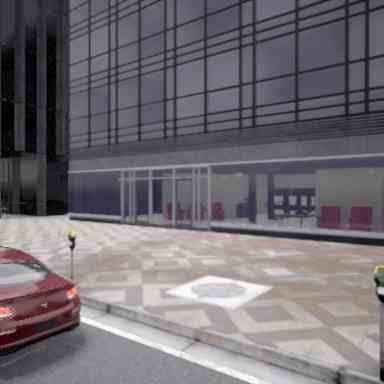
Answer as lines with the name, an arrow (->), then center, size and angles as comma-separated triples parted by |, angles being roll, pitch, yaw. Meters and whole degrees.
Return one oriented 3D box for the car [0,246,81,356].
car -> -3.568, 1.577, 5.511 | 4.206, 1.307, 1.802 | 0, 0, 36
